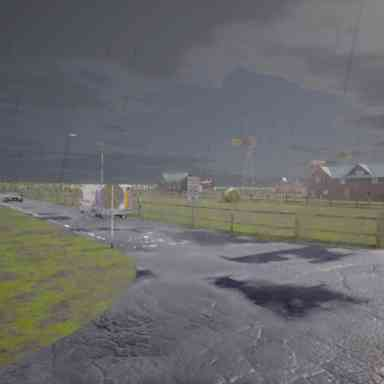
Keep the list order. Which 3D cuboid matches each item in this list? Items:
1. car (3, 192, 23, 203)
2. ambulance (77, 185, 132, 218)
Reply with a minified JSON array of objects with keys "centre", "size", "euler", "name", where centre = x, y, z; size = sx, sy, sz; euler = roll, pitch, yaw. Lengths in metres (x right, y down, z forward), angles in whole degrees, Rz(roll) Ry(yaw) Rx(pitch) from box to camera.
[{"centre":[-24.624,0.747,45.687],"size":[1.994,1.385,4.181],"euler":[1,1,-36],"name":"car"},{"centre":[-7.029,0.669,25.907],"size":[2.351,2.431,6.366],"euler":[1,1,-36],"name":"ambulance"}]
